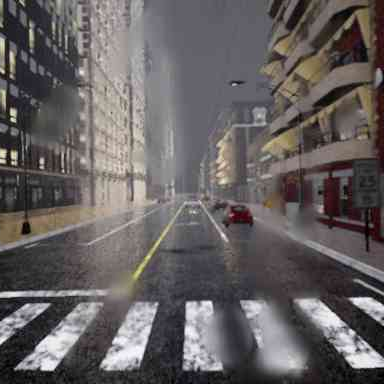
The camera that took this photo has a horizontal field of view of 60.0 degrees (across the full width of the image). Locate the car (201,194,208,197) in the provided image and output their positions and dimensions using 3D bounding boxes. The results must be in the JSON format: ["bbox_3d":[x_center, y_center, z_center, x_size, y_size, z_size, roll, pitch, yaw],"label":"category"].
[{"bbox_3d":[2.818,1.305,67.627,1.802,1.307,4.206,-1,0,0],"label":"car"}]

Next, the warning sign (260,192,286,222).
[{"bbox_3d":[5.083,0.917,20.927,1.300,1.860,1.060,-1,0,0],"label":"warning sign"}]

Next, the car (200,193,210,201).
[{"bbox_3d":[2.827,1.150,73.275,1.967,1.590,4.097,-1,0,0],"label":"car"}]

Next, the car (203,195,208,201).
[{"bbox_3d":[2.758,1.347,39.384,2.008,1.369,4.403,-1,0,0],"label":"car"}]

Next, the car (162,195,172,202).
[{"bbox_3d":[-5.549,1.419,73.294,1.887,1.381,4.507,-1,0,0],"label":"car"}]

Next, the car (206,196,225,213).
[{"bbox_3d":[2.745,1.363,33.736,2.008,1.369,4.403,-1,0,0],"label":"car"}]

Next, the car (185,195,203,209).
[{"bbox_3d":[0.077,1.438,43.454,1.895,1.301,4.718,-1,0,0],"label":"car"}]

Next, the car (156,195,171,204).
[{"bbox_3d":[-5.573,1.452,61.996,2.008,1.369,4.403,-1,0,0],"label":"car"}]

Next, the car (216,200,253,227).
[{"bbox_3d":[2.768,1.429,20.818,1.802,1.307,4.206,-1,0,0],"label":"car"}]
